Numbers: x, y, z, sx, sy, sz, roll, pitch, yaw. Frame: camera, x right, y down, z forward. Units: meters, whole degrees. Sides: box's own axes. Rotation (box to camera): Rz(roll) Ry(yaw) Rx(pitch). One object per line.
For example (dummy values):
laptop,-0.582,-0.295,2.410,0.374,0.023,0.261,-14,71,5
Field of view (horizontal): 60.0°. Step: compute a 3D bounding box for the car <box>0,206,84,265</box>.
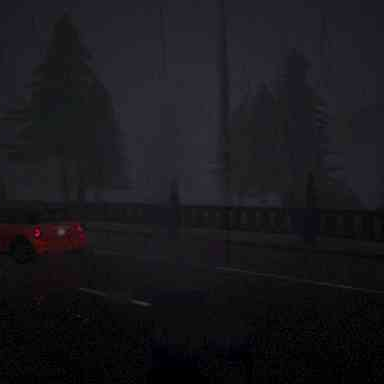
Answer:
car,-5.920,1.253,11.429,4.553,1.767,2.097,0,0,30
